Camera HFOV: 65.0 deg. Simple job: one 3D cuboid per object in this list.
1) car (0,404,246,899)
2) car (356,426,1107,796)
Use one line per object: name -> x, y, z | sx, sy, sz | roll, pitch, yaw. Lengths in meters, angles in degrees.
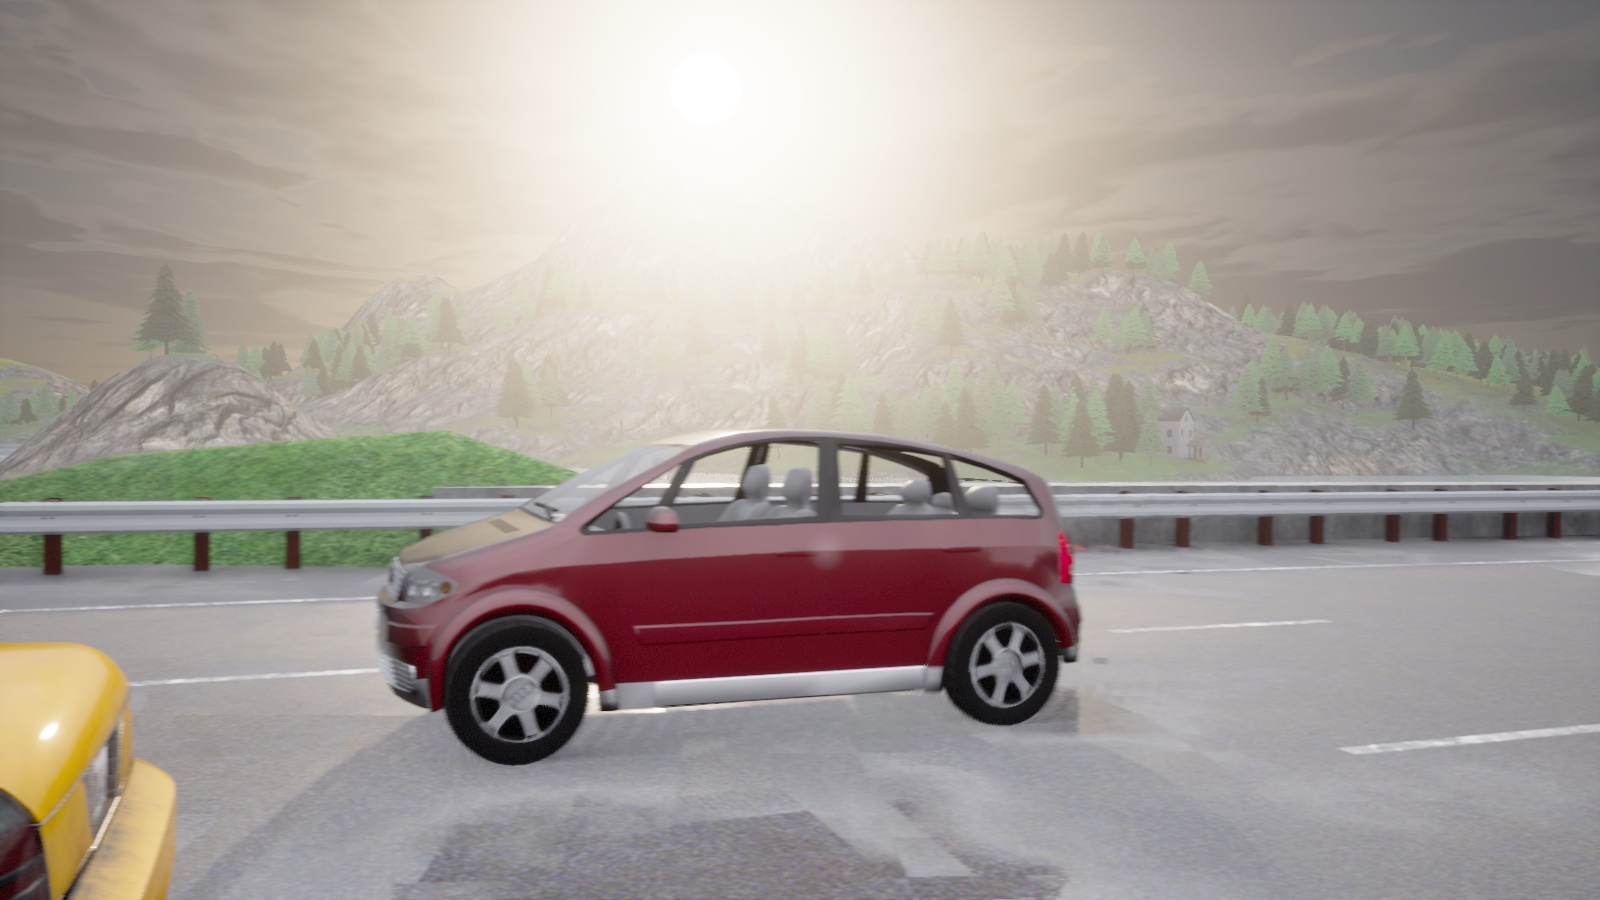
car -> -3.767, 0.747, 1.795 | 5.366, 1.575, 1.801 | -1, 1, -22
car -> -0.429, 0.668, 6.837 | 3.705, 1.549, 1.789 | -1, 1, -20
